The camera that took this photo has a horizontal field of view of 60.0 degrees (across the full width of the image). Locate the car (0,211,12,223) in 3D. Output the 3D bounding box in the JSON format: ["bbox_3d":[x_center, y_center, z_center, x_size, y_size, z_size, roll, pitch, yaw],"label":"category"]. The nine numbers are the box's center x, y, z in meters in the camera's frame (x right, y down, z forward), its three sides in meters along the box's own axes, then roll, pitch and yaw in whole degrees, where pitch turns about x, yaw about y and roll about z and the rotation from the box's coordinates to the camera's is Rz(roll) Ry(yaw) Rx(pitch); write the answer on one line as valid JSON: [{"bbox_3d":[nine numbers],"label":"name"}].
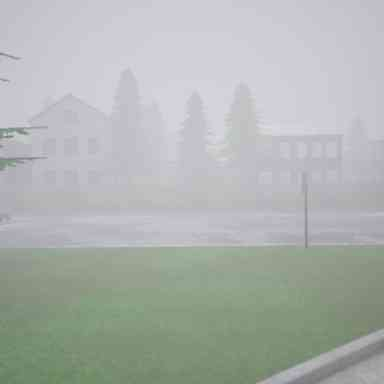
[{"bbox_3d":[-14.988,1.498,22.003,5.357,1.411,2.033,-1,1,1],"label":"car"}]
